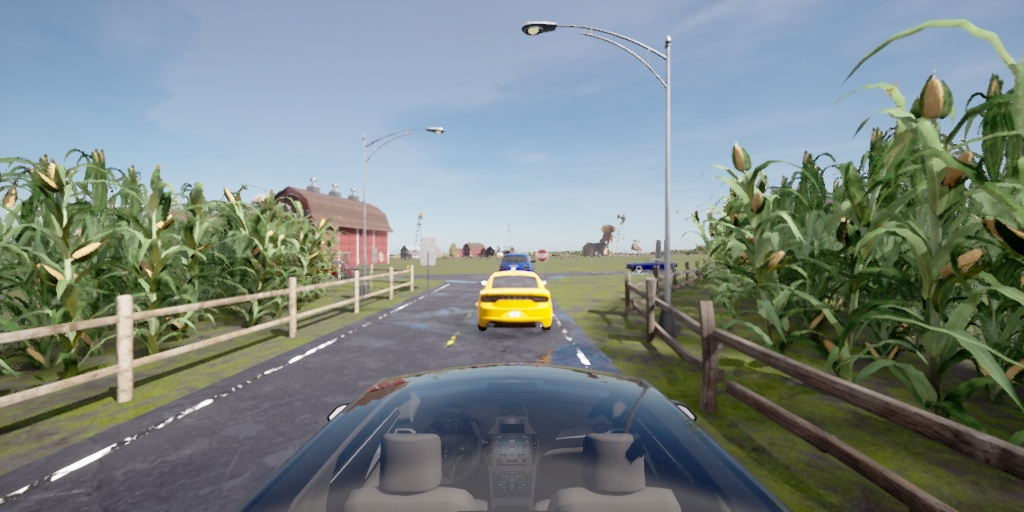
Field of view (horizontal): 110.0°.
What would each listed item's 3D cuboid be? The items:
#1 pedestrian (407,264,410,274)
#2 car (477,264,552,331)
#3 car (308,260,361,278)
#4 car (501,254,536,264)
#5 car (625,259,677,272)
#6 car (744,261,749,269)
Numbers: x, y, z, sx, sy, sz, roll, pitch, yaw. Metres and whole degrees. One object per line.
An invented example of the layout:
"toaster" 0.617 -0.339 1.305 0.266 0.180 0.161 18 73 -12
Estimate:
"pedestrian" -11.302 1.435 39.081 0.500 1.100 0.500 0 1 4
"car" 0.068 1.183 10.803 1.882 1.535 5.008 0 0 0
"car" -16.650 1.183 33.590 4.553 1.767 2.097 -1 0 6
"car" 0.468 0.859 25.371 2.150 2.045 5.566 0 1 7
"car" 13.942 0.936 36.190 4.718 1.301 1.895 -1 0 -4
"car" 24.934 0.633 37.213 4.902 1.511 2.128 -1 0 -7
